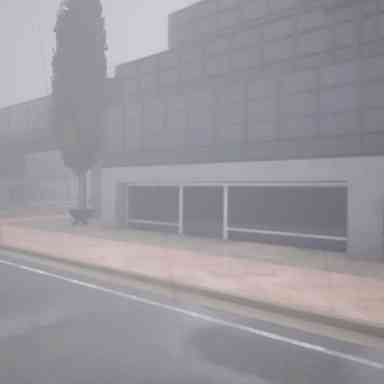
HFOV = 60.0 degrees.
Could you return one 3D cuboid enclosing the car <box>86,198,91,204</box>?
[{"bbox_3d":[-12.816,1.121,45.818,1.895,1.301,4.718,1,1,36],"label":"car"}]
